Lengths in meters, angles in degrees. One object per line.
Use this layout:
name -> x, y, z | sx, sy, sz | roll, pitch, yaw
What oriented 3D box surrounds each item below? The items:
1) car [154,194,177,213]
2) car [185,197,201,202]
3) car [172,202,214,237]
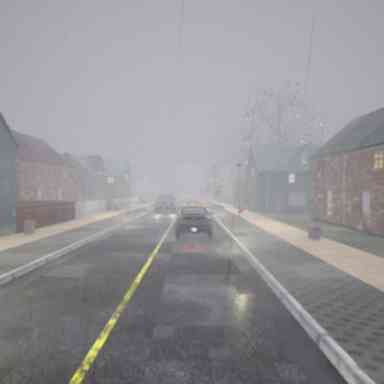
car -> -2.850, 1.190, 36.794 | 2.150, 2.045, 5.566 | 0, 0, 0
car -> 0.092, 1.438, 43.622 | 1.882, 1.535, 5.008 | 0, 0, 0
car -> 0.097, 1.487, 17.835 | 1.837, 1.490, 4.892 | 0, 0, 0
